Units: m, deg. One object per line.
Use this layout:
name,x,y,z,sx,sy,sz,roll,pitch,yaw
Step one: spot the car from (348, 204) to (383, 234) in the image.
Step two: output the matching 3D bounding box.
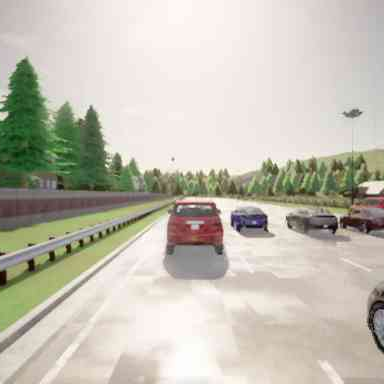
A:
car,10.596,1.672,20.070,1.812,1.442,4.674,0,0,0

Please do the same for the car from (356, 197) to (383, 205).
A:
car,14.112,1.407,25.325,2.150,2.045,5.566,0,0,0

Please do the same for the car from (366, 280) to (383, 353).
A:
car,3.601,1.530,3.203,1.837,1.490,4.892,0,0,0

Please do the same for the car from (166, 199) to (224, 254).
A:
car,0.107,1.321,14.204,2.150,2.045,5.566,0,0,0

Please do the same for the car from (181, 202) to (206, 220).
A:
car,0.115,1.709,31.350,2.128,1.511,4.902,0,0,0

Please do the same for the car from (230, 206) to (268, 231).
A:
car,3.611,1.631,21.658,1.882,1.535,5.008,0,0,0

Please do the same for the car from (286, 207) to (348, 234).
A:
car,7.110,1.636,20.119,2.128,1.511,4.902,0,0,0
